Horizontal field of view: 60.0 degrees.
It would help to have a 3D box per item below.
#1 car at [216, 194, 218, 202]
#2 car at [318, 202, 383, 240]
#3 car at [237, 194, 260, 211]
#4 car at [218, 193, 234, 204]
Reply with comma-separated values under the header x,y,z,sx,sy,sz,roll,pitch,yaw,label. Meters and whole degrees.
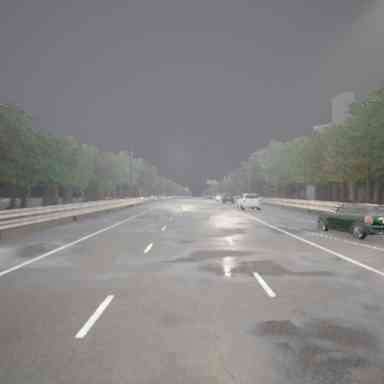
x,y,z,sx,sy,sz,roll,pitch,yaw,label
7.145,1.415,83.228,2.150,2.045,5.566,0,-1,0,car
8.585,1.375,17.477,2.097,1.767,4.553,0,0,-9,car
7.018,1.242,41.460,2.150,2.045,5.566,0,0,0,car
7.069,1.288,66.109,2.150,2.045,5.566,0,0,0,car
